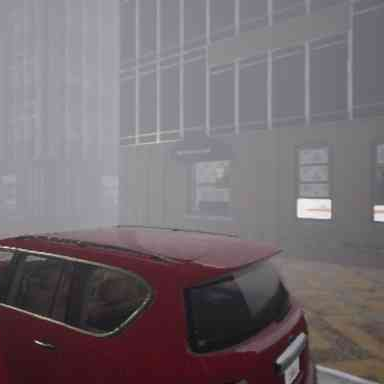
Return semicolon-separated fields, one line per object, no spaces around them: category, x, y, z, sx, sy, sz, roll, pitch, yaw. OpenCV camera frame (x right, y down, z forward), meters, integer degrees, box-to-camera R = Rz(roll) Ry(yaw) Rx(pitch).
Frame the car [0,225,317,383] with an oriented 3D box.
car;-1.255;1.313;3.681;5.009;1.841;2.192;0;0;36
